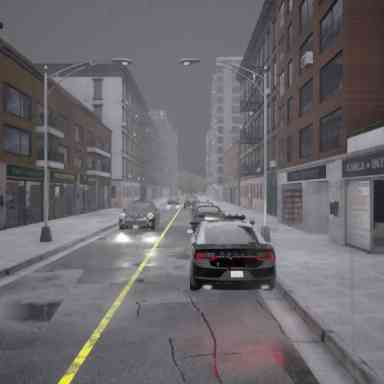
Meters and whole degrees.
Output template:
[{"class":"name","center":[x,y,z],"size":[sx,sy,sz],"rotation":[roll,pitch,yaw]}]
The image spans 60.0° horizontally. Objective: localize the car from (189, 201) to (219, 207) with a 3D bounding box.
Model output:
[{"class":"car","center":[0.873,1.501,19.071],"size":[1.837,1.490,4.892],"rotation":[0,0,0]}]

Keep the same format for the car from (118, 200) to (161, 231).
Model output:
[{"class":"car","center":[-3.130,1.347,20.644],"size":[2.097,1.767,4.553],"rotation":[0,0,0]}]

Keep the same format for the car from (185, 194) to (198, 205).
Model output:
[{"class":"car","center":[-0.086,1.313,59.548],"size":[2.097,1.767,4.553],"rotation":[0,0,0]}]

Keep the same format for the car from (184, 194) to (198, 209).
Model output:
[{"class":"car","center":[-0.054,1.328,45.961],"size":[2.097,1.767,4.553],"rotation":[0,0,0]}]

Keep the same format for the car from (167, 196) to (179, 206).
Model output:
[{"class":"car","center":[-3.079,1.443,55.076],"size":[1.882,1.535,5.008],"rotation":[0,0,0]}]

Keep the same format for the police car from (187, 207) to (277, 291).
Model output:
[{"class":"police car","center":[0.888,1.424,9.181],"size":[1.930,1.638,5.238],"rotation":[0,0,0]}]

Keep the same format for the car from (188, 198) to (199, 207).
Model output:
[{"class":"car","center":[0.864,1.471,25.071],"size":[1.882,1.535,5.008],"rotation":[0,0,0]}]
